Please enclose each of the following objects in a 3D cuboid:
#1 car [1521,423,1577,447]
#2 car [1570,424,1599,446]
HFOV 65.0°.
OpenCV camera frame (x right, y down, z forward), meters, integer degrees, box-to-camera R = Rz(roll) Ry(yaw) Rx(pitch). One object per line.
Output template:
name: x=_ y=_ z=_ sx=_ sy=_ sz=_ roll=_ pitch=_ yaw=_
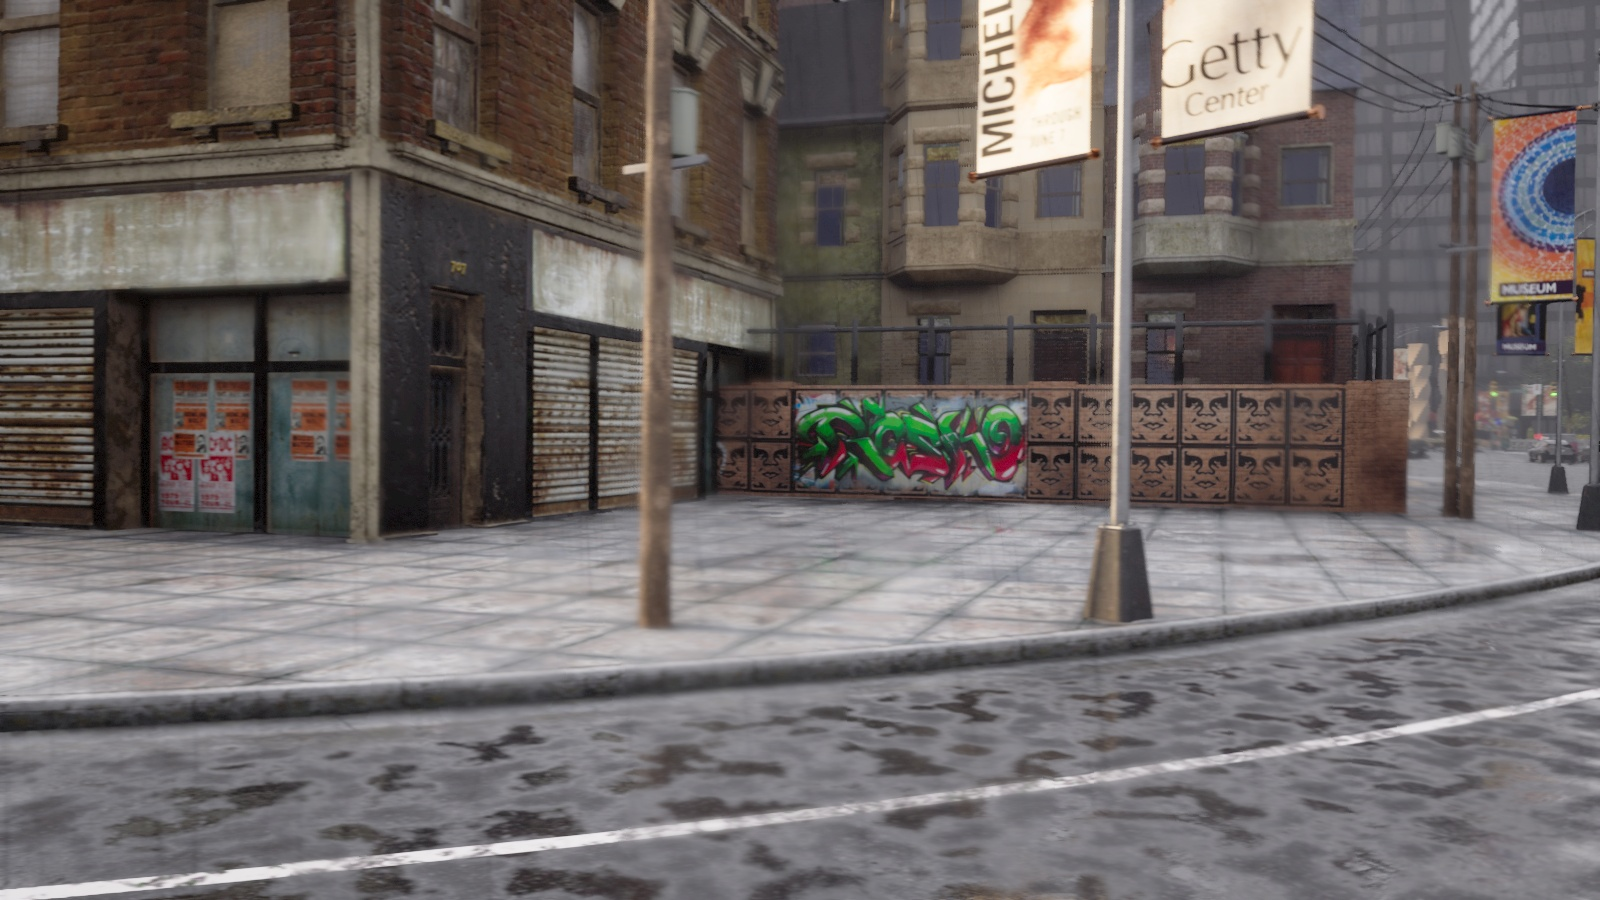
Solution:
car: x=48.334 y=-0.965 z=81.106 sx=2.163 sy=1.488 sz=4.792 roll=0 pitch=1 yaw=19
car: x=52.558 y=-0.989 z=82.673 sx=2.033 sy=1.411 sz=5.357 roll=0 pitch=1 yaw=19
